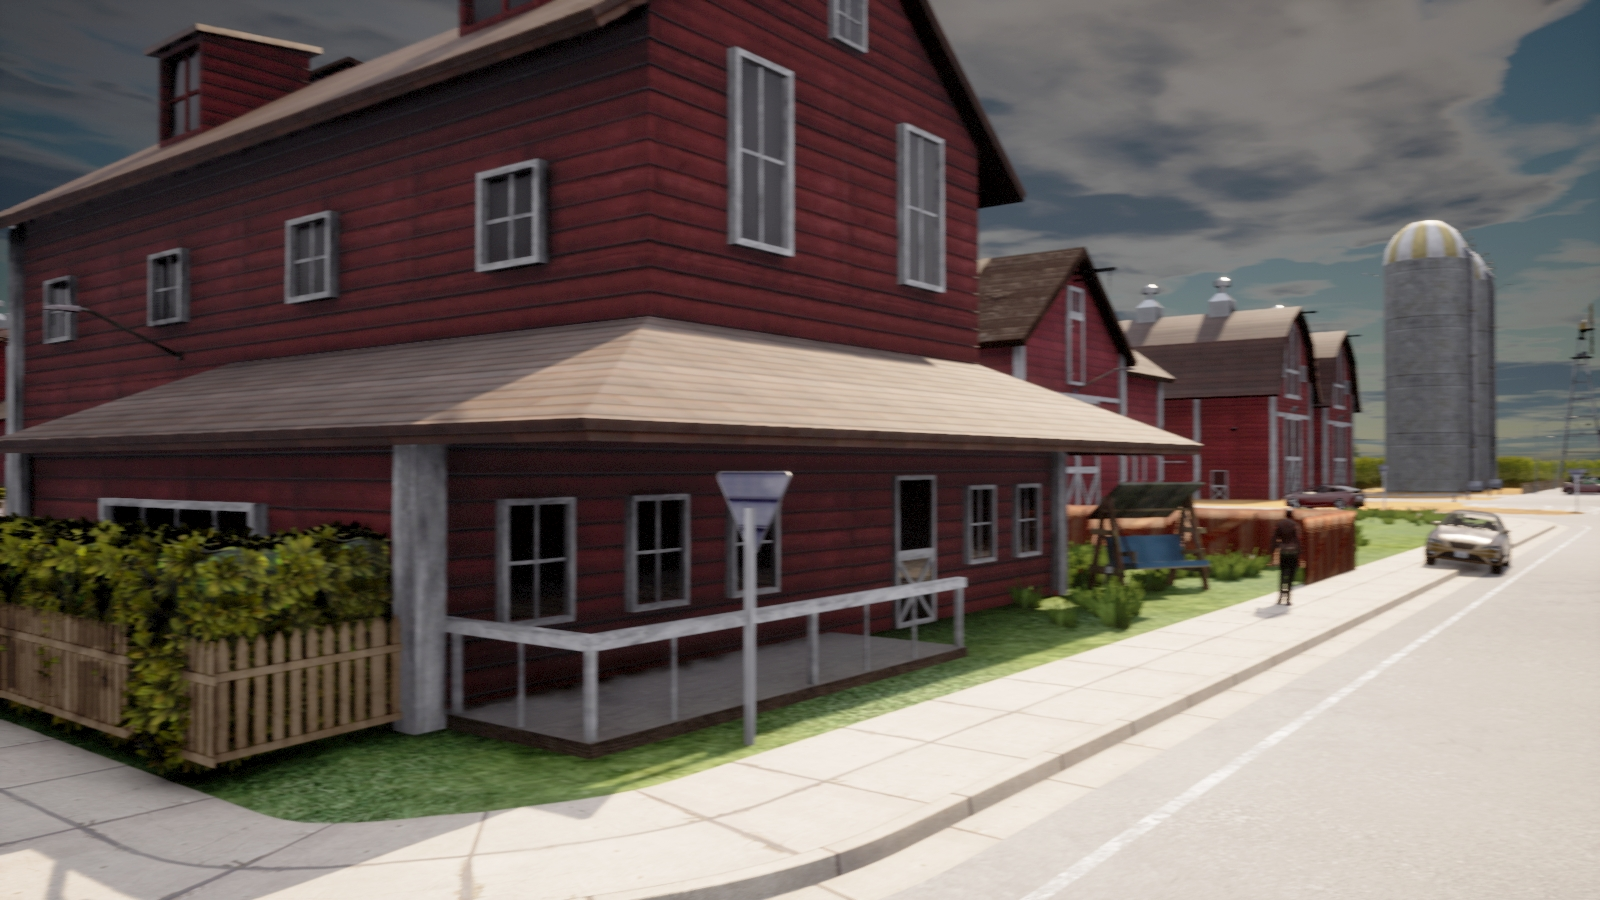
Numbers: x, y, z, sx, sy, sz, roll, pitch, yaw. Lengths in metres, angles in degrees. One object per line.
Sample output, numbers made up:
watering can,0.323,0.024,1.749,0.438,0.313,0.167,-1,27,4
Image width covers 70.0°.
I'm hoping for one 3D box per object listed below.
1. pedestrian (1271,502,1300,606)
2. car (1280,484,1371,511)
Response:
pedestrian,8.856,1.879,20.843,0.375,1.860,0.375,-1,-1,40
car,31.434,2.826,68.479,2.007,1.525,4.514,1,-1,-36
